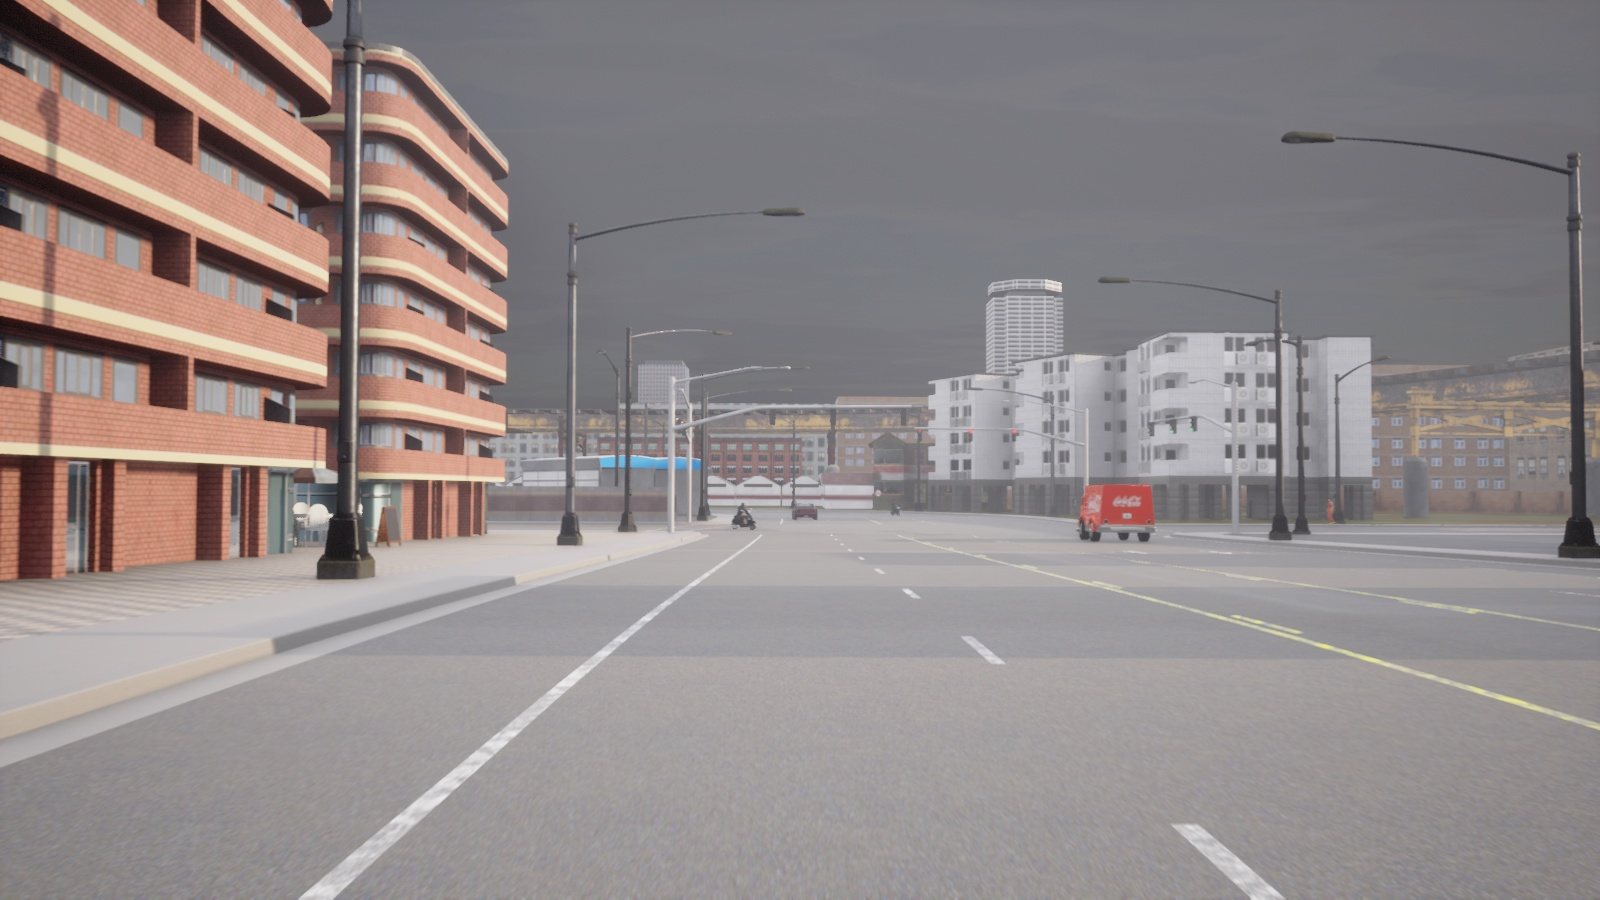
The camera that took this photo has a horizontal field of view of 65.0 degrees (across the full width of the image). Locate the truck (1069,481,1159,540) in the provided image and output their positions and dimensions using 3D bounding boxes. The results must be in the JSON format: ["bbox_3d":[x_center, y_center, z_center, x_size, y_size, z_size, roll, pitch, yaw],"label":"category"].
[{"bbox_3d":[13.878,2.689,55.841,2.627,2.467,5.204,0,-3,-1],"label":"truck"}]

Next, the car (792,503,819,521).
[{"bbox_3d":[0.415,4.819,98.213,1.895,1.301,4.718,0,-2,-2],"label":"car"}]

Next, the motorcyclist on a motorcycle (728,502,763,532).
[{"bbox_3d":[-3.090,3.781,71.009,1.817,1.590,0.866,-2,0,38],"label":"motorcyclist on a motorcycle"}]
